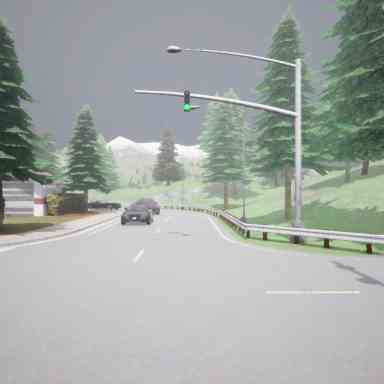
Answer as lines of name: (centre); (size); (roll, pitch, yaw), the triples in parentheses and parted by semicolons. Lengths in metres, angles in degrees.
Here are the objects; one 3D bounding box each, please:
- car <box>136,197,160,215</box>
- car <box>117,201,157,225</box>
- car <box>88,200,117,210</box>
car: (-4.697, 1.352, 33.955); (2.097, 1.767, 4.553); (0, 0, -19)
car: (-3.898, 1.564, 24.162); (1.994, 1.385, 4.181); (0, 0, -2)
car: (-11.244, 1.608, 41.717); (4.718, 1.301, 1.895); (0, 0, 14)
